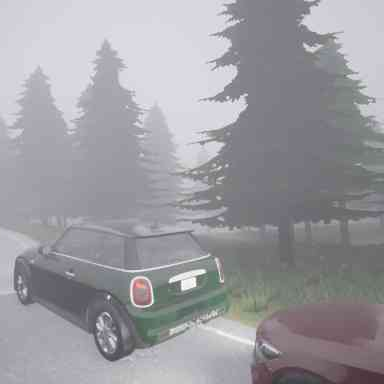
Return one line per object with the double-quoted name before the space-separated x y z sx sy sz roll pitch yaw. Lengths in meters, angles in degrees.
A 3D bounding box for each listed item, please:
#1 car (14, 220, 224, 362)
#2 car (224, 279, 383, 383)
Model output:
"car" -1.577 1.308 6.213 4.553 1.767 2.097 1 1 44
"car" 2.753 1.531 2.594 4.674 1.442 1.812 1 0 36
